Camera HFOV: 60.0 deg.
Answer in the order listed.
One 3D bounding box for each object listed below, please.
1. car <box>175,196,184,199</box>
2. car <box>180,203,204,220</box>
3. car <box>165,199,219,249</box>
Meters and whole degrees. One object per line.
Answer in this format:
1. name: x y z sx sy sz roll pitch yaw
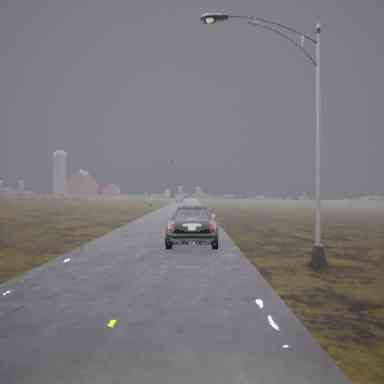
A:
1. car: -2.750 1.587 74.773 2.097 1.767 4.553 0 0 0
2. car: 0.000 1.688 29.690 1.895 1.301 4.718 0 0 0
3. car: 0.000 1.385 14.626 2.097 1.767 4.553 0 0 0
